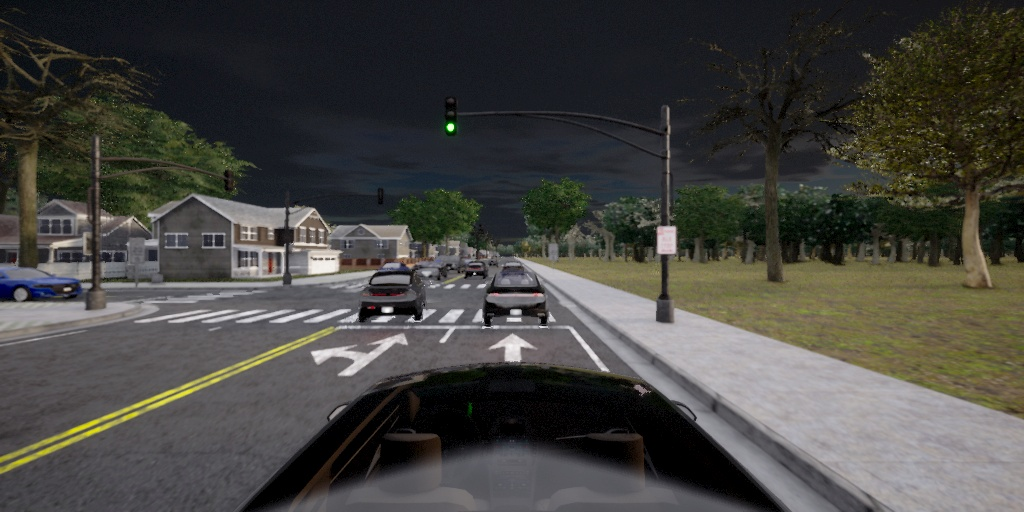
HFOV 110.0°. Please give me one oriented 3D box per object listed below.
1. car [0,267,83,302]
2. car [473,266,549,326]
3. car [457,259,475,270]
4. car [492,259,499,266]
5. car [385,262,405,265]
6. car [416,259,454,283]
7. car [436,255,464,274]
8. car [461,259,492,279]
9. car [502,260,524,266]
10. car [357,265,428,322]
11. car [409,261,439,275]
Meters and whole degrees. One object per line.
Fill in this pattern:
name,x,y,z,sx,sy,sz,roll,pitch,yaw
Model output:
car,-22.746,1.250,16.352,5.008,1.535,1.882,0,0,0
car,0.104,1.237,11.695,2.128,1.511,4.902,0,0,0
car,-6.537,1.177,51.283,1.882,1.535,5.008,0,0,1
car,-3.243,1.192,60.966,1.837,1.490,4.892,0,0,0
car,-9.848,1.253,29.986,1.812,1.442,4.674,0,0,0
car,-6.597,1.219,30.235,2.128,1.511,4.902,0,0,0
car,-6.601,0.937,40.298,2.150,2.045,5.566,0,0,0
car,-3.145,1.229,32.716,1.837,1.490,4.892,0,0,0
car,0.102,1.202,32.755,1.882,1.535,5.008,0,0,0
car,-4.013,1.250,12.424,1.837,1.490,4.892,1,0,-12
car,-9.837,1.261,40.600,2.033,1.411,5.357,0,0,0
